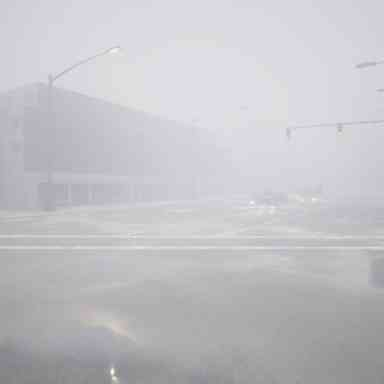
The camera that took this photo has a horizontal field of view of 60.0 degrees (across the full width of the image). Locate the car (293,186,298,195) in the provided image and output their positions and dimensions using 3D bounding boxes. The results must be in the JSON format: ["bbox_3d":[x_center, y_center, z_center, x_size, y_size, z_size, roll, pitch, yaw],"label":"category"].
[{"bbox_3d":[18.815,-0.240,57.431,2.128,1.511,4.902,1,2,33],"label":"car"}]

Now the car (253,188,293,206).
[{"bbox_3d":[8.958,0.644,36.274,2.033,1.411,5.357,1,3,33],"label":"car"}]

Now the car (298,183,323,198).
[{"bbox_3d":[18.265,-0.292,50.315,2.150,2.045,5.566,1,3,34],"label":"car"}]
